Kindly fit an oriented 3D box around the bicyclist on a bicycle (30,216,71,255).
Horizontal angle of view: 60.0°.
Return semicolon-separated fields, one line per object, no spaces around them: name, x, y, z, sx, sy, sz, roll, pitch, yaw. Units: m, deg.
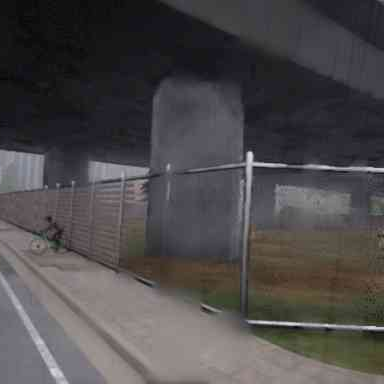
bicyclist on a bicycle;-5.963;1.836;14.124;1.656;1.620;0.582;5;-4;-35
